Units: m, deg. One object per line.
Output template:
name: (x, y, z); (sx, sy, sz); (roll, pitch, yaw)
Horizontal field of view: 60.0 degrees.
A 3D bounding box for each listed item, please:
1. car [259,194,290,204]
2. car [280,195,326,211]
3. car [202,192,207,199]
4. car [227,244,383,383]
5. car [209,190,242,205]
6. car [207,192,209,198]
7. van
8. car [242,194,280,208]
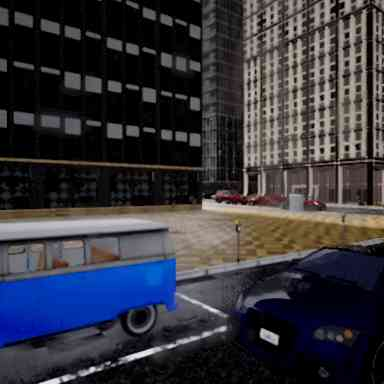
car: (11.787, 0.991, 47.682); (1.802, 1.307, 4.206); (1, 0, -36)
car: (11.495, 1.075, 33.688); (1.967, 1.590, 4.097); (1, 0, -36)
car: (2.057, 0.653, 61.291); (1.947, 1.339, 4.313); (1, 0, -36)
car: (2.561, 1.564, 5.176); (4.181, 1.385, 1.994); (0, 0, -35)
car: (5.014, 0.736, 42.756); (2.192, 1.841, 5.009); (1, 0, -36)
car: (5.203, 0.716, 56.893); (1.752, 1.417, 4.829); (1, 0, -36)
van: (-2.144, 1.341, 5.031); (3.998, 1.788, 1.690); (0, 0, -35)
car: (8.249, 1.110, 38.223); (1.802, 1.307, 4.206); (1, 0, -36)
